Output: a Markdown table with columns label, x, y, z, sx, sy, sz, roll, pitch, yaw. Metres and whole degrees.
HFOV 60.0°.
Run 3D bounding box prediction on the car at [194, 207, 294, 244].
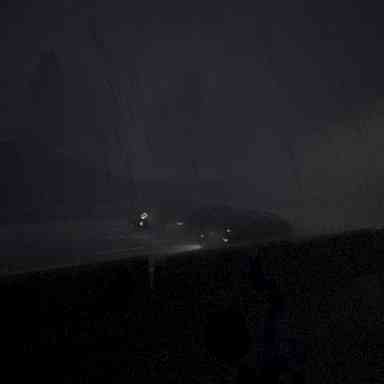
| label | x | y | z | sx | sy | sz | roll | pitch | yaw |
| --- | --- | --- | --- | --- | --- | --- | --- | --- | --- |
| car | 2.461 | 1.496 | 14.348 | 4.181 | 1.385 | 1.994 | -1 | 0 | -36 |

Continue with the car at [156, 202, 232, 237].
| label | x | y | z | sx | sy | sz | roll | pitch | yaw |
| --- | --- | --- | --- | --- | --- | --- | --- | --- | --- |
| car | 0.840 | 1.433 | 17.490 | 4.892 | 1.490 | 1.837 | -1 | 0 | -35 |

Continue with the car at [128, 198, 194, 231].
| label | x | y | z | sx | sy | sz | roll | pitch | yaw |
| --- | --- | --- | --- | --- | --- | --- | --- | --- | --- |
| car | -1.558 | 1.283 | 20.078 | 4.553 | 1.767 | 2.097 | -1 | 0 | -36 |

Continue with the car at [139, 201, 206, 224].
| label | x | y | z | sx | sy | sz | roll | pitch | yaw |
| --- | --- | --- | --- | --- | --- | --- | --- | --- | --- |
| car | -1.390 | 1.432 | 24.498 | 4.674 | 1.442 | 1.812 | -1 | 0 | -35 |
